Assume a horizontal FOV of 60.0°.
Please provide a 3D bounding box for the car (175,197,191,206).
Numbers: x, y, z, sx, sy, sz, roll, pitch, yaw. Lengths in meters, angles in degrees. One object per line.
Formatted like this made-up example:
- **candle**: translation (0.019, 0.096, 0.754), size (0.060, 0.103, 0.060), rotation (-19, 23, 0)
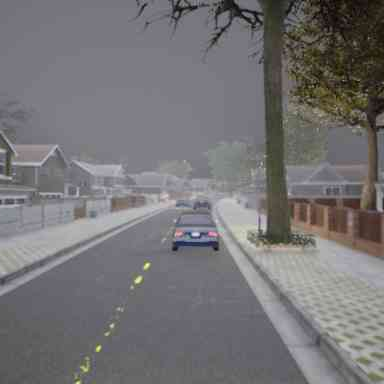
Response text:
- **car**: translation (-1.153, 1.412, 47.228), size (2.033, 1.411, 5.357), rotation (0, 0, 5)

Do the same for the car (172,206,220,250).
- **car**: translation (0.166, 1.529, 14.172), size (2.033, 1.411, 5.357), rotation (0, 0, 1)

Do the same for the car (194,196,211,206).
- **car**: translation (1.344, 1.238, 41.868), size (2.097, 1.767, 4.553), rotation (0, 0, 4)
